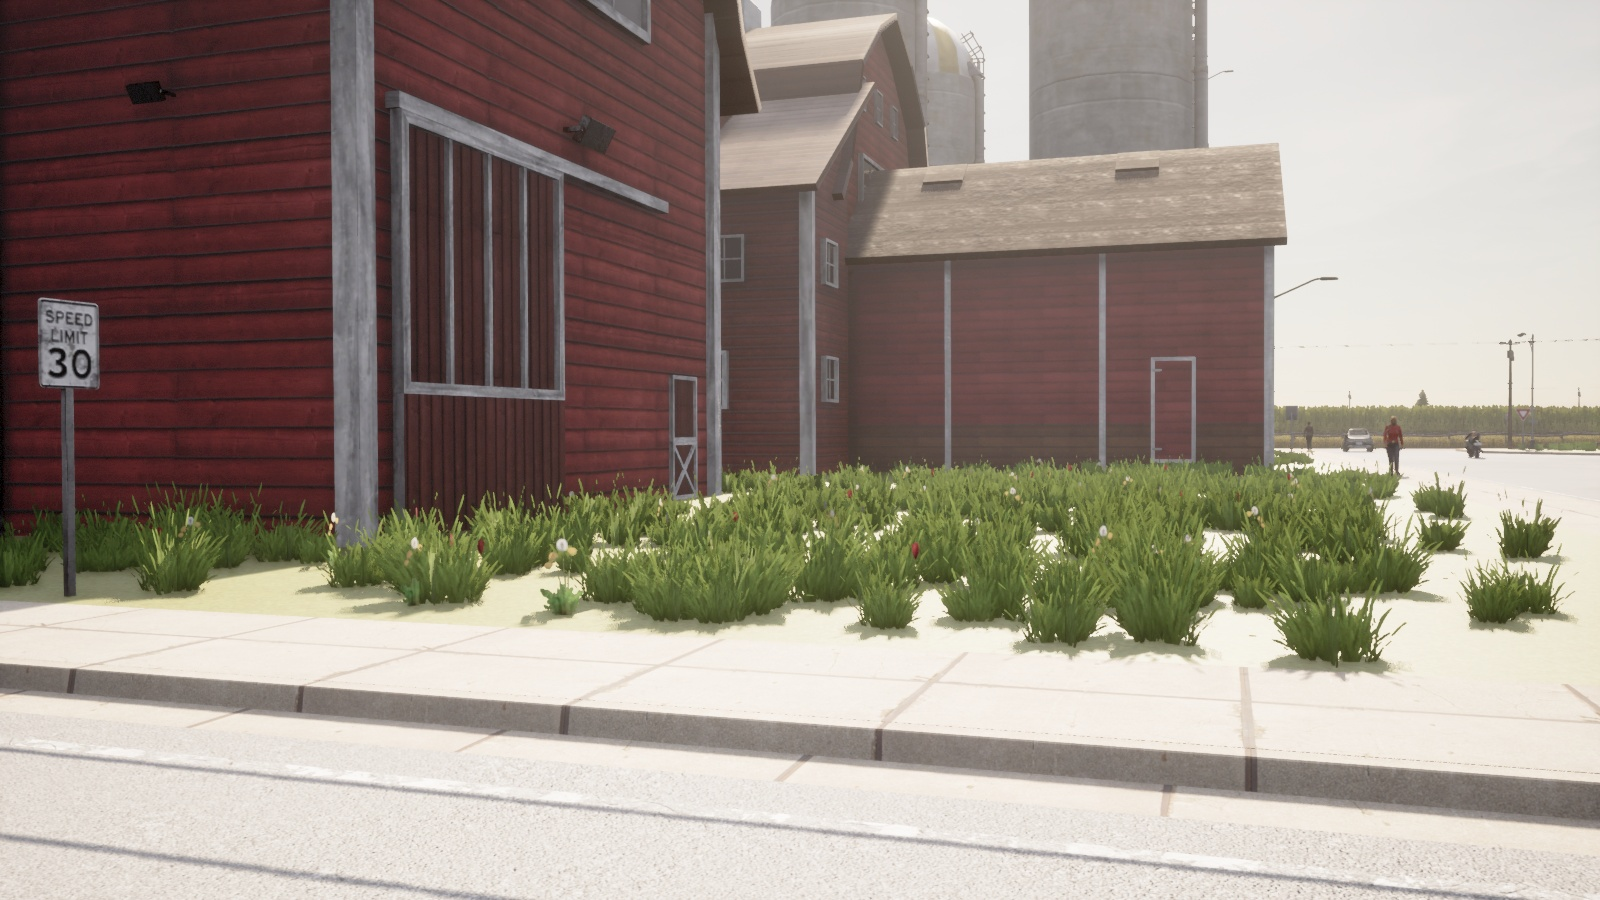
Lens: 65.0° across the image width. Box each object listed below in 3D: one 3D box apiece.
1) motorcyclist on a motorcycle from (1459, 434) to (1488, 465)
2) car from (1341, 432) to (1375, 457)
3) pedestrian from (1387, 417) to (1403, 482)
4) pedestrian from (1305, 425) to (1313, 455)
[{"bbox_3d":[34.383,-0.036,64.139,0.866,1.530,2.191,1,1,18],"label":"motorcyclist on a motorcycle"},{"bbox_3d":[36.319,-0.367,81.736,1.789,1.549,3.705,0,1,21],"label":"car"},{"bbox_3d":[17.054,-0.031,36.000,0.331,1.846,0.636,1,1,18],"label":"pedestrian"},{"bbox_3d":[30.713,-0.616,75.783,0.328,1.805,0.869,0,1,14],"label":"pedestrian"}]
